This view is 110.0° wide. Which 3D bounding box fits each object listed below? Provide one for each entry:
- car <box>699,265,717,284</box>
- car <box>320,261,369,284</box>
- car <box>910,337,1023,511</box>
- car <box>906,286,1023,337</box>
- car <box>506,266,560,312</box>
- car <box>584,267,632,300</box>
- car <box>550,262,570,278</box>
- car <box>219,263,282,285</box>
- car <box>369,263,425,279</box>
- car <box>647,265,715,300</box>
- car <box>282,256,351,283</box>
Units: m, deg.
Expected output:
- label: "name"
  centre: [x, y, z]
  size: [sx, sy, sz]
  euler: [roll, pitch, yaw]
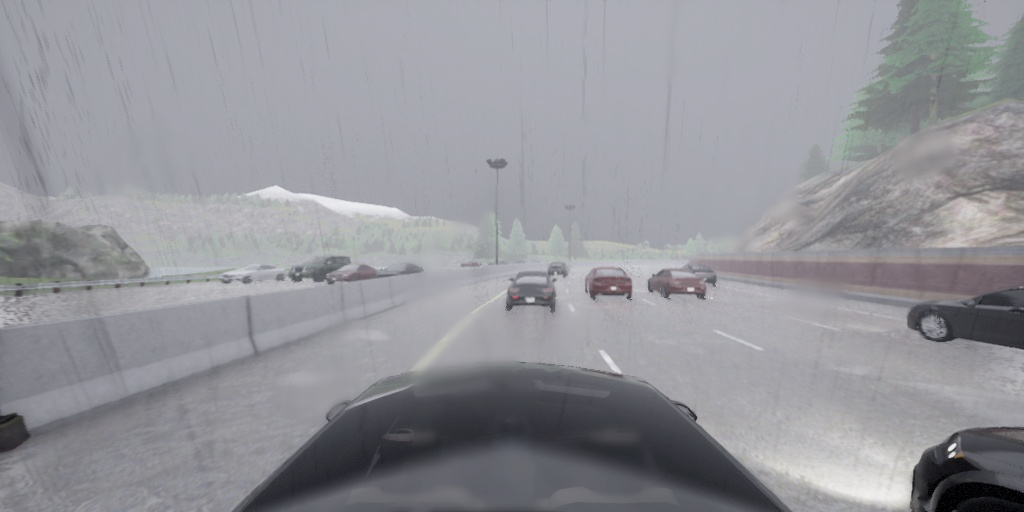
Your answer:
- label: "car"
  centre: [13.129, 1.352, 25.939]
  size: [2.128, 1.511, 4.902]
  euler: [0, 0, 11]
- label: "car"
  centre: [-11.790, 1.306, 26.849]
  size: [1.812, 1.442, 4.674]
  euler: [0, 0, 10]
- label: "car"
  centre: [3.694, 1.323, 0.635]
  size: [1.994, 1.385, 4.181]
  euler: [0, 0, 0]
- label: "car"
  centre: [10.822, 1.306, 6.998]
  size: [1.837, 1.490, 4.892]
  euler: [0, 0, 2]
- label: "car"
  centre: [0.833, 1.314, 14.381]
  size: [1.812, 1.442, 4.674]
  euler: [0, 0, 5]
- label: "car"
  centre: [4.818, 1.290, 18.379]
  size: [1.882, 1.535, 5.008]
  euler: [0, 0, 7]
- label: "car"
  centre: [4.732, 1.366, 36.277]
  size: [1.837, 1.490, 4.892]
  euler: [0, 0, 14]
- label: "car"
  centre: [-18.935, 1.281, 26.522]
  size: [1.812, 1.442, 4.674]
  euler: [0, 0, 9]
- label: "car"
  centre: [-8.247, 1.270, 26.831]
  size: [1.882, 1.535, 5.008]
  euler: [0, 0, 10]
- label: "car"
  centre: [8.338, 1.350, 18.428]
  size: [1.812, 1.442, 4.674]
  euler: [0, 0, 7]
- label: "car"
  centre: [-15.031, 1.000, 28.678]
  size: [2.150, 2.045, 5.566]
  euler: [0, -1, 10]
